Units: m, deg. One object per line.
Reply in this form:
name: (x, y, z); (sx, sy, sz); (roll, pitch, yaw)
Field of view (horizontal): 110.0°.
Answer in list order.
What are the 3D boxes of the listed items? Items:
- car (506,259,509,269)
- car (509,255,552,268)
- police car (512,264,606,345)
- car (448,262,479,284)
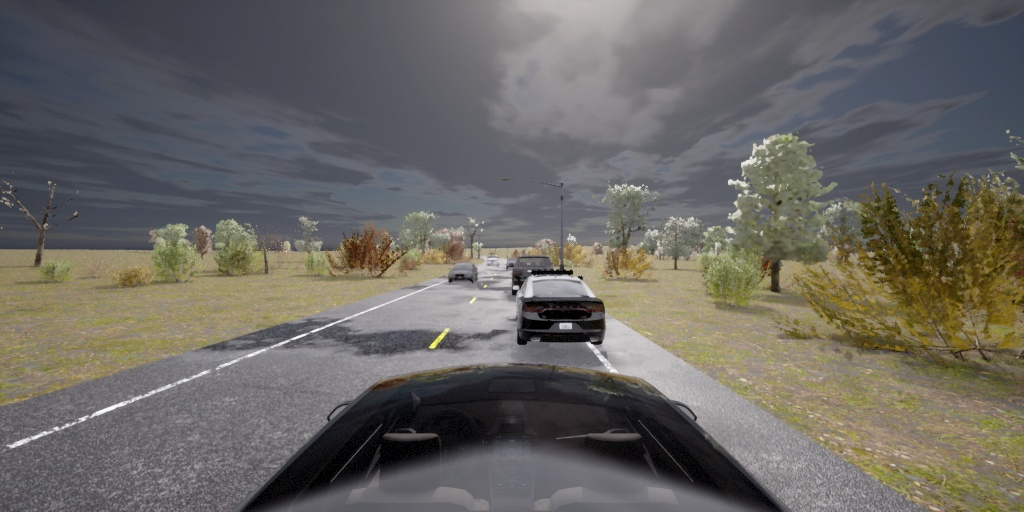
car: (0.082, 1.209, 52.255); (2.033, 1.411, 5.357); (0, 0, 1)
car: (1.060, 0.957, 19.536); (2.150, 2.045, 5.566); (0, 0, 0)
police car: (1.055, 1.170, 9.615); (1.930, 1.638, 5.238); (0, 0, 0)
car: (-3.587, 1.226, 27.033); (1.837, 1.490, 4.892); (0, 0, 0)
